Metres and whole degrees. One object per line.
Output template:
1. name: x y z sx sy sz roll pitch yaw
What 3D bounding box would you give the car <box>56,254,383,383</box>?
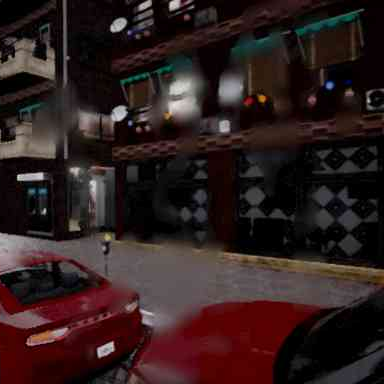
1. car: 1.809 1.316 1.601 5.009 1.841 2.192 0 -1 35

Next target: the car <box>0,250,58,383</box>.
1. car: -2.730 1.535 4.833 4.507 1.381 1.887 0 -1 35
